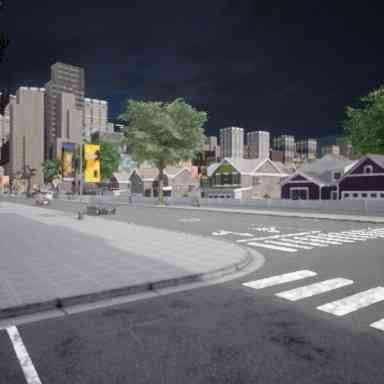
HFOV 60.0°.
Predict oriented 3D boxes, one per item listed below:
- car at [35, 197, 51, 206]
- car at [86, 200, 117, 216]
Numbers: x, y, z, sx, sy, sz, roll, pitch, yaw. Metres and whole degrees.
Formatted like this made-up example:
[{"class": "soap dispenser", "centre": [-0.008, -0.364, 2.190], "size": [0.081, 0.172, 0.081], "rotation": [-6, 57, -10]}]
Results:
[{"class": "car", "centre": [-25.524, 1.675, 56.996], "size": [2.128, 1.511, 4.902], "rotation": [0, 0, -35]}, {"class": "car", "centre": [-9.352, 1.584, 34.145], "size": [1.837, 1.490, 4.892], "rotation": [0, 0, -35]}]
